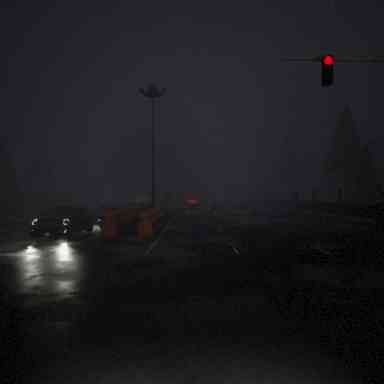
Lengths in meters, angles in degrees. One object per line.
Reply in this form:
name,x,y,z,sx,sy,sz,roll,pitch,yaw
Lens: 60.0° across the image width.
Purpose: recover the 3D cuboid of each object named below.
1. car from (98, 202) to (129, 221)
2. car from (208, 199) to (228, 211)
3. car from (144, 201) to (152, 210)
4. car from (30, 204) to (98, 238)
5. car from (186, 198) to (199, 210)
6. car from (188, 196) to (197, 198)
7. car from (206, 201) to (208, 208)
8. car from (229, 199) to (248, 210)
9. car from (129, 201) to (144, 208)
car,-7.056,1.780,28.006,2.033,1.411,5.357,0,0,0
car,3.655,1.995,47.567,1.895,1.301,4.718,0,0,0
car,-6.970,1.970,49.065,1.994,1.385,4.181,0,0,1
car,-7.068,1.506,18.502,2.097,1.767,4.553,0,0,0
car,0.057,2.011,49.496,1.895,1.301,4.718,0,0,0
car,0.068,1.715,59.503,2.150,2.045,5.566,0,0,0
car,3.568,1.972,59.704,1.882,1.535,5.008,0,0,0
car,7.056,1.884,49.043,1.882,1.535,5.008,0,0,0
car,-7.028,1.841,37.982,1.812,1.442,4.674,0,0,0
